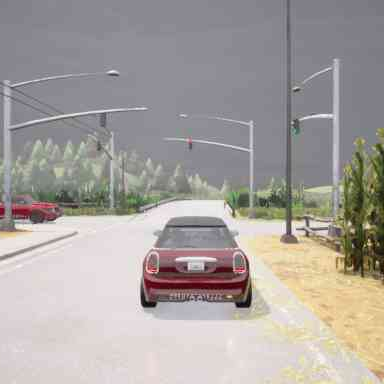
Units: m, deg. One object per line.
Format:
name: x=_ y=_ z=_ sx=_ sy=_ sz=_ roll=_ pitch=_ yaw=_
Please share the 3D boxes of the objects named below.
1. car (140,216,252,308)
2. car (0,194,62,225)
car: x=0.096 y=1.352 z=8.091 sx=2.097 sy=1.767 sz=4.553 roll=0 pitch=0 yaw=1
car: x=-12.217 y=1.186 z=23.629 sx=5.566 sy=2.045 sz=2.150 roll=0 pitch=0 yaw=3
